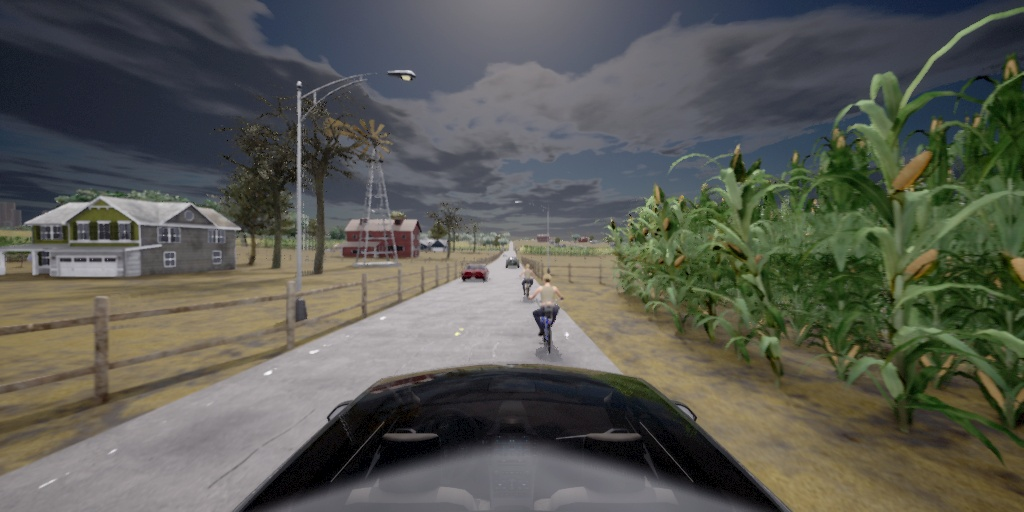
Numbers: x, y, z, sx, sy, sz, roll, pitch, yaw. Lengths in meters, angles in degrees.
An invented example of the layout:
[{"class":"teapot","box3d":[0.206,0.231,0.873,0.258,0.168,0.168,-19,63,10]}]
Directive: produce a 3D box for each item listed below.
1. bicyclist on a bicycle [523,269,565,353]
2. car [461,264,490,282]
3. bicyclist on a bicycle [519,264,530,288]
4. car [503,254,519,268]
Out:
[{"class":"bicyclist on a bicycle","box3d":[0.760,1.181,7.862,0.866,1.612,1.509,0,0,0]},{"class":"car","box3d":[-2.847,1.314,28.506,1.895,1.301,4.718,0,0,0]},{"class":"bicyclist on a bicycle","box3d":[0.736,1.170,16.774,0.866,1.612,1.509,0,2,0]},{"class":"car","box3d":[0.103,0.950,58.045,2.097,1.767,4.553,0,0,0]}]
